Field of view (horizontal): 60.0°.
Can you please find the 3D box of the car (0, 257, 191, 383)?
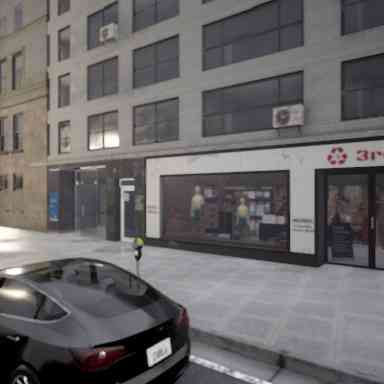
[{"bbox_3d":[-2.002,1.564,4.400,4.313,1.339,1.947,0,0,36],"label":"car"}]
